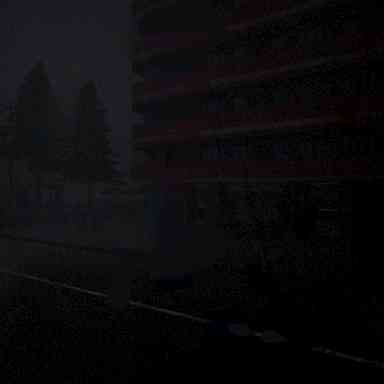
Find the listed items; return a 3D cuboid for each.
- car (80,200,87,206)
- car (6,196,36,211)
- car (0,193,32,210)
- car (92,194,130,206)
[{"bbox_3d":[-15.257,1.470,52.195,1.812,1.442,4.674,0,0,38],"label":"car"},{"bbox_3d":[-19.332,1.545,40.262,1.895,1.301,4.718,0,0,34],"label":"car"},{"bbox_3d":[-22.618,1.166,41.639,2.150,2.045,5.566,0,0,34],"label":"car"},{"bbox_3d":[-12.027,1.166,50.834,2.150,2.045,5.566,0,0,38],"label":"car"}]
